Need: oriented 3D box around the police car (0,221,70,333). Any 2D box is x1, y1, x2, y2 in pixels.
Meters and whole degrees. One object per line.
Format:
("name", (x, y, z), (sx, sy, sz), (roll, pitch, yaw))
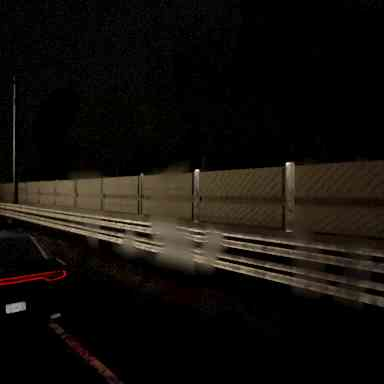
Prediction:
("police car", (-4.162, 1.425, 6.662), (1.930, 1.638, 5.238), (0, 0, -41))
